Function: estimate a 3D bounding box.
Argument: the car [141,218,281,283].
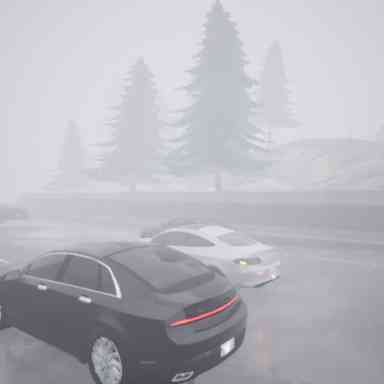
[{"bbox_3d":[-0.073,1.574,8.578,4.674,1.442,1.812,0,0,38],"label":"car"}]

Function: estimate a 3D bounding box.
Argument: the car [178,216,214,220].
[{"bbox_3d":[-0.163,1.637,13.135,4.181,1.385,1.994,0,0,39],"label":"car"}]

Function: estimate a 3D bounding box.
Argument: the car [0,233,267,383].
[{"bbox_3d":[-1.516,1.537,5.288,4.892,1.490,1.837,0,0,37],"label":"car"}]

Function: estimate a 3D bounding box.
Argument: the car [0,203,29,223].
[{"bbox_3d":[-15.019,1.657,27.312,1.882,1.535,5.008,0,0,-42],"label":"car"}]
